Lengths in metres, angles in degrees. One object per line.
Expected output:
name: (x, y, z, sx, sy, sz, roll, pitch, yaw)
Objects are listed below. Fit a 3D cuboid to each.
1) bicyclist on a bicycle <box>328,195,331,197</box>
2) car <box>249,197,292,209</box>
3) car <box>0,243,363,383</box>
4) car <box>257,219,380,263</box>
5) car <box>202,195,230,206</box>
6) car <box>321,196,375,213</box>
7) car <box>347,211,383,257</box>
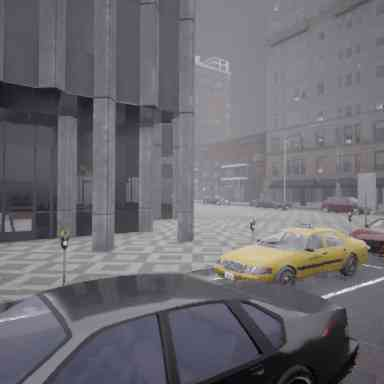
bicyclist on a bicycle: (16.339, 1.159, 39.468, 1.656, 1.620, 0.582, 0, 0, -35)
car: (9.062, 1.307, 38.965, 2.033, 1.411, 5.357, 1, 0, -35)
car: (-0.687, 1.548, 2.888, 5.357, 1.411, 2.033, 0, 0, -35)
car: (2.779, 1.527, 8.732, 4.829, 1.417, 1.752, 0, 1, -35)
car: (3.393, 1.161, 47.036, 2.128, 1.511, 4.902, 1, 0, -35)
car: (14.569, 1.198, 31.145, 2.097, 1.767, 4.553, 1, 0, -35)
car: (7.498, 1.547, 12.095, 4.507, 1.381, 1.887, 0, 1, -35)
